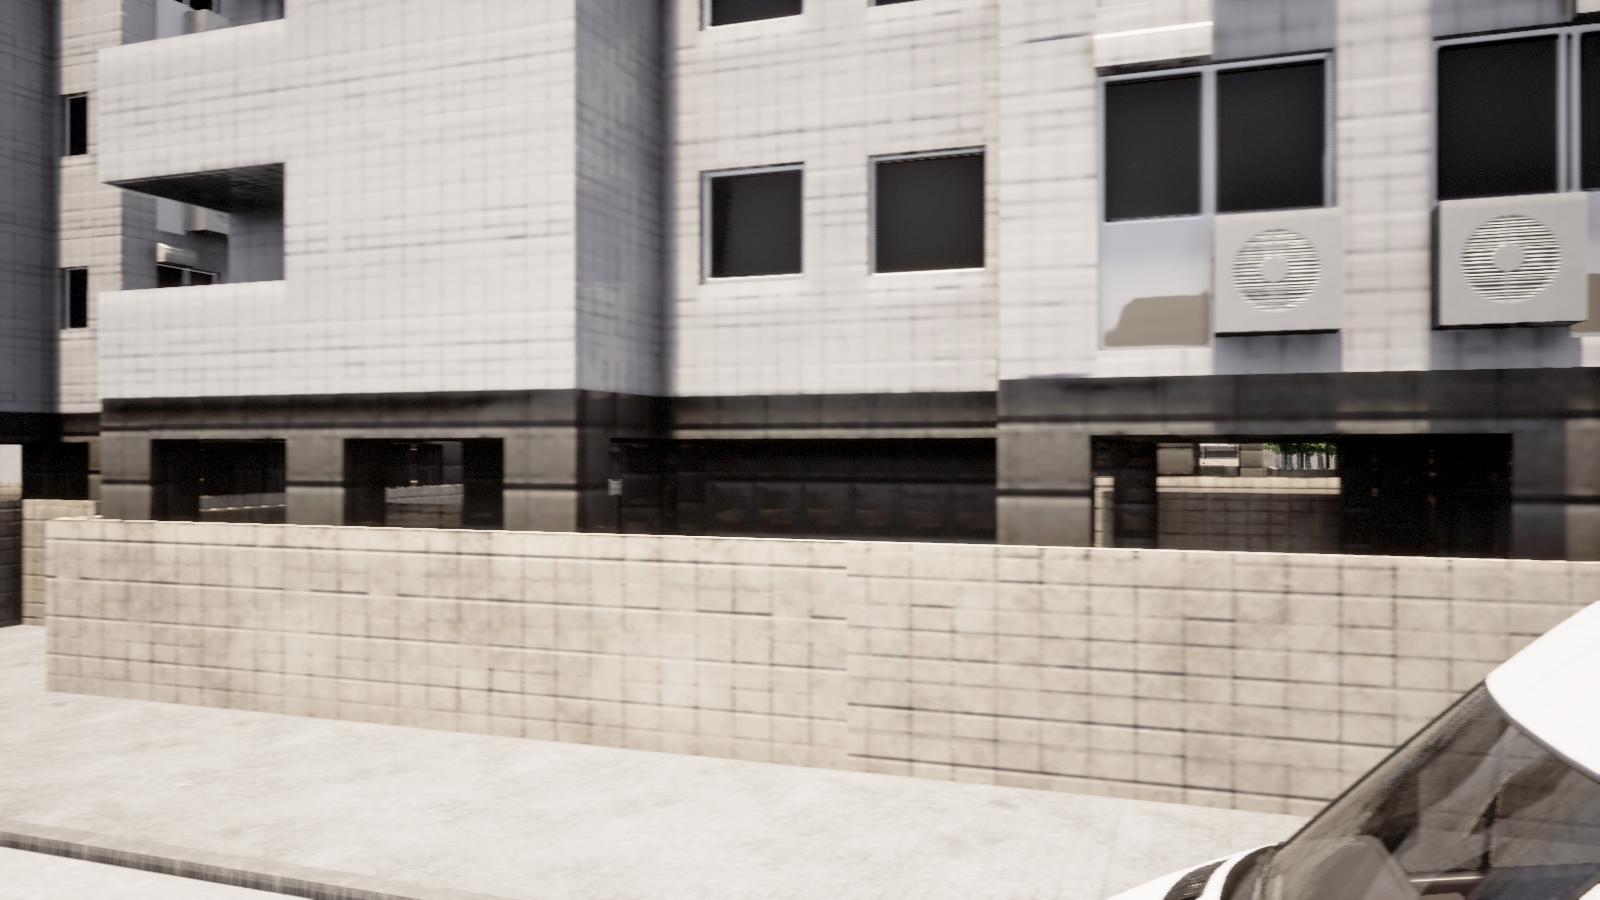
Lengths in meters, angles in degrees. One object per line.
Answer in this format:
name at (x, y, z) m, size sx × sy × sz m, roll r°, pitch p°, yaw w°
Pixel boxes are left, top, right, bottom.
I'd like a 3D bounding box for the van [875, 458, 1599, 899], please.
van at (3.299, 1.314, 2.678) m, size 5.915 × 2.561 × 1.988 m, roll 0°, pitch 0°, yaw 20°
